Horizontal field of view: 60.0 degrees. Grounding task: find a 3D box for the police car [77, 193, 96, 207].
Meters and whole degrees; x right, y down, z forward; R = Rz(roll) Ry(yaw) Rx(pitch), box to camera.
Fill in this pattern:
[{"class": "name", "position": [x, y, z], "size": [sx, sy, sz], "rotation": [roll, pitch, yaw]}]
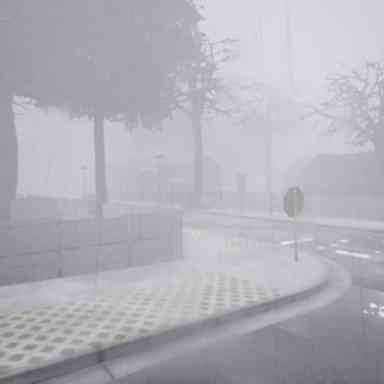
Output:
[{"class": "police car", "position": [-11.240, 0.968, 36.935], "size": [2.038, 1.542, 4.974], "rotation": [-1, 1, -35]}]
